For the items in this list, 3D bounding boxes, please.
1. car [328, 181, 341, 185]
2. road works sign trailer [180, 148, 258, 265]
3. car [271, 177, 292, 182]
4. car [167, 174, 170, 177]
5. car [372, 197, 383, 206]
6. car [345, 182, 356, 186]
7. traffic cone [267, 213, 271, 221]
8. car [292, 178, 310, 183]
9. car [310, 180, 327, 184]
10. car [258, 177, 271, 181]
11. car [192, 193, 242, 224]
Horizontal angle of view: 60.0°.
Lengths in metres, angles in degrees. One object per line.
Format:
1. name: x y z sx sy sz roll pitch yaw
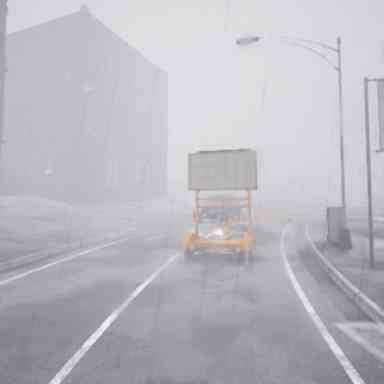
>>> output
1. car: 33.929 -1.857 81.953 4.674 1.452 2.002 2 -5 -29
2. road works sign trailer: 1.090 0.350 11.428 2.380 3.560 2.880 -1 0 19
3. car: 19.080 -2.448 74.183 5.008 1.535 2.097 2 -4 -25
4. car: -6.181 -3.256 63.207 4.553 1.767 2.185 1 -4 -23
5. car: 30.924 1.522 54.077 4.892 1.490 1.837 0 -4 -27
6. car: 38.620 -1.703 84.668 4.892 1.521 2.231 2 -5 -30
7. traffic cone: 5.487 1.784 23.726 0.340 0.580 0.340 -2 -1 17
8. car: 24.027 -2.399 76.643 4.553 1.767 2.185 2 -4 -26
9. car: 29.096 -2.056 79.295 4.792 1.488 2.163 2 -4 -28
10. car: 14.060 -2.575 71.824 4.674 1.452 2.002 2 -4 -24
11. car: 1.958 1.139 24.107 2.150 2.045 5.566 -2 -1 24
